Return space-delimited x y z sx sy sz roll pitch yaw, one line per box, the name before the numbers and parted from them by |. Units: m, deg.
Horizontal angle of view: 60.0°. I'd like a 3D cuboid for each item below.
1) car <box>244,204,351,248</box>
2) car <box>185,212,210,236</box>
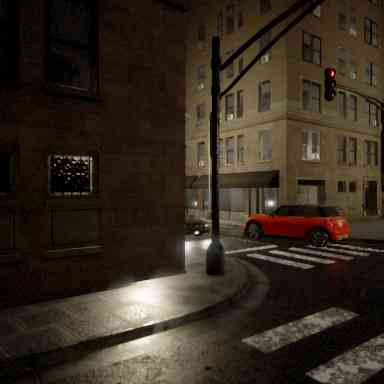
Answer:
car | 4.571 1.334 15.049 4.553 1.767 2.097 0 0 45
car | -1.318 1.515 17.734 2.033 1.411 5.357 0 0 -36
